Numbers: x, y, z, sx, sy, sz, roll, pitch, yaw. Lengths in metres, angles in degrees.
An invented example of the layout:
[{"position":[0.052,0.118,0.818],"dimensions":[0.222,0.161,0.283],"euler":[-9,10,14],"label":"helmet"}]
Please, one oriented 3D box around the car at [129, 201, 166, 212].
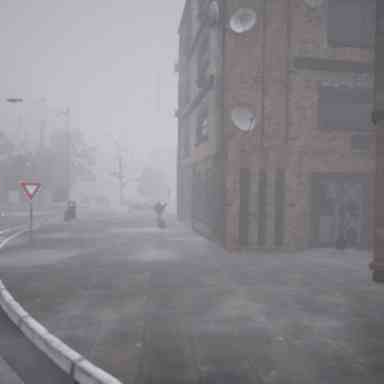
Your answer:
[{"position":[-5.514,1.837,42.122],"dimensions":[1.895,1.301,4.718],"euler":[1,-3,40],"label":"car"}]
